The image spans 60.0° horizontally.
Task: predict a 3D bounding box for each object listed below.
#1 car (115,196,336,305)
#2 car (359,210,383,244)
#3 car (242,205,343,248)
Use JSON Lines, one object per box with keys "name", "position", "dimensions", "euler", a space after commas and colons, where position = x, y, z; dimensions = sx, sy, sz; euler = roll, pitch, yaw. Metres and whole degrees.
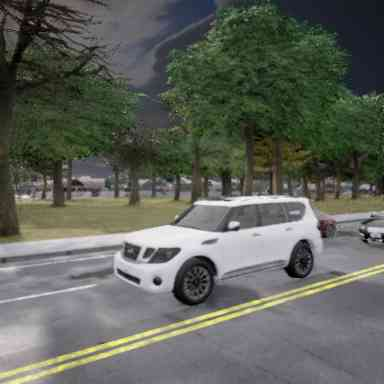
{"name": "car", "position": [0.930, 1.159, 8.312], "dimensions": [5.566, 2.045, 2.150], "euler": [-1, 1, -35]}
{"name": "car", "position": [8.878, 1.338, 13.873], "dimensions": [4.902, 1.511, 2.128], "euler": [-1, 0, -35]}
{"name": "car", "position": [4.573, 1.398, 14.830], "dimensions": [4.674, 1.442, 1.812], "euler": [0, 0, -35]}
